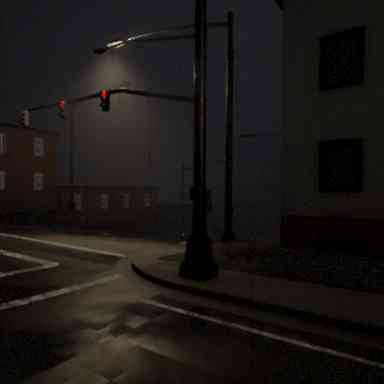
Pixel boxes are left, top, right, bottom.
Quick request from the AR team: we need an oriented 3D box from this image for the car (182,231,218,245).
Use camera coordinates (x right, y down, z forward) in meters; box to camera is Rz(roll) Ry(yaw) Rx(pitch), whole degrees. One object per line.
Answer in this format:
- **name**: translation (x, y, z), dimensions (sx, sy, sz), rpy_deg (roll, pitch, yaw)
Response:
- **car**: translation (0.892, 4.506, 33.061), dimensions (1.812, 1.442, 4.674), rpy_deg (1, -14, 35)
